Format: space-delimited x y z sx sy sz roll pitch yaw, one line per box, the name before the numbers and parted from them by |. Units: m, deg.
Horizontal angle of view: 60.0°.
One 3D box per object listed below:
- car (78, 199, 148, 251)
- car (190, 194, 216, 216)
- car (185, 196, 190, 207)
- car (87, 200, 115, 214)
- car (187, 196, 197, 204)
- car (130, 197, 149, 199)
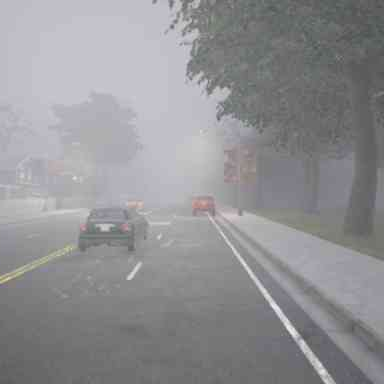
car | -3.149 1.347 14.138 2.097 1.767 4.553 0 0 0
car | 1.135 1.235 32.852 2.150 2.045 5.566 0 0 0
car | -0.003 1.402 51.940 2.097 1.767 4.553 0 0 0
car | -9.844 1.580 36.347 1.994 1.385 4.181 0 0 0
car | -0.005 1.556 67.487 1.837 1.490 4.892 0 0 0
car | -6.586 1.373 39.196 2.097 1.767 4.553 0 0 0
